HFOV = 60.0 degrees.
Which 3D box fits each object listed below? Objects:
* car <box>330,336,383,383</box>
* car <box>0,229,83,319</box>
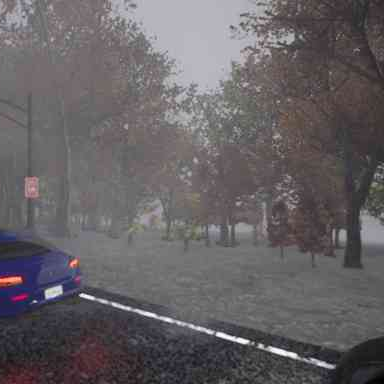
[{"bbox_3d":[3.165,1.472,1.487,4.892,1.490,1.837,-2,1,34],"label":"car"},{"bbox_3d":[-4.130,1.490,6.593,4.674,1.442,1.812,-2,2,34],"label":"car"}]
